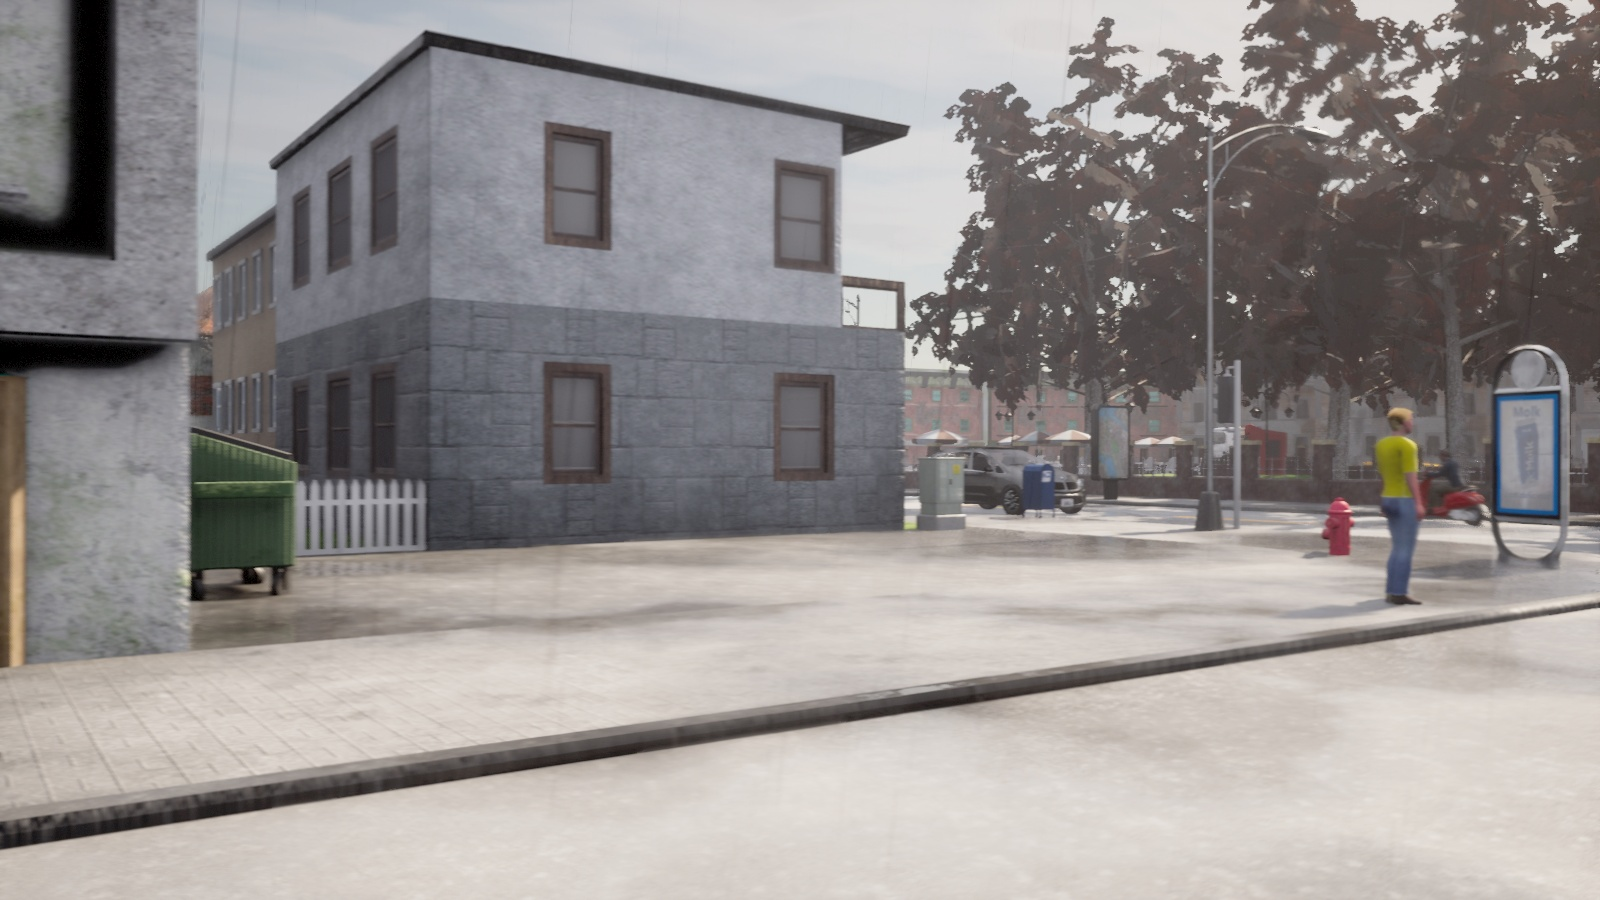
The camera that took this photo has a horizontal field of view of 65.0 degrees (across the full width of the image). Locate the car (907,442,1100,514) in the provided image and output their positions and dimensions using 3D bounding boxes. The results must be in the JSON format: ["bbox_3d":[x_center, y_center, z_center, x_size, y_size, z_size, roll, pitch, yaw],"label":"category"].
[{"bbox_3d":[5.042,0.657,31.729,2.242,1.667,4.611,0,0,-34],"label":"car"}]

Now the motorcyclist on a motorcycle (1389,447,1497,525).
[{"bbox_3d":[13.536,0.735,26.484,0.866,1.590,1.817,0,0,-34],"label":"motorcyclist on a motorcycle"}]

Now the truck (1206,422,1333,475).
[{"bbox_3d":[32.062,-0.091,86.050,2.891,3.462,7.936,0,0,-35],"label":"truck"}]

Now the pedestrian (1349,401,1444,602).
[{"bbox_3d":[5.545,0.472,11.681,0.706,1.836,0.354,0,0,-5],"label":"pedestrian"}]
